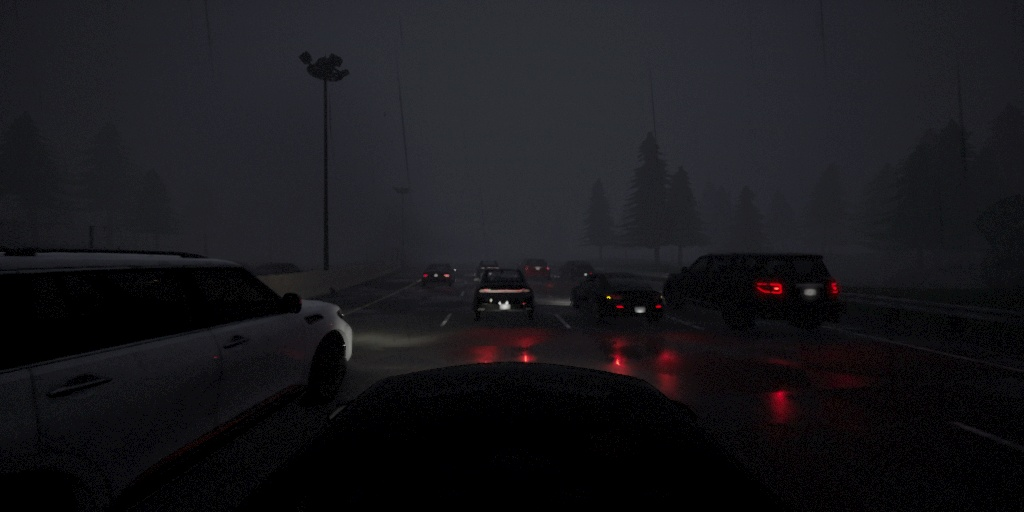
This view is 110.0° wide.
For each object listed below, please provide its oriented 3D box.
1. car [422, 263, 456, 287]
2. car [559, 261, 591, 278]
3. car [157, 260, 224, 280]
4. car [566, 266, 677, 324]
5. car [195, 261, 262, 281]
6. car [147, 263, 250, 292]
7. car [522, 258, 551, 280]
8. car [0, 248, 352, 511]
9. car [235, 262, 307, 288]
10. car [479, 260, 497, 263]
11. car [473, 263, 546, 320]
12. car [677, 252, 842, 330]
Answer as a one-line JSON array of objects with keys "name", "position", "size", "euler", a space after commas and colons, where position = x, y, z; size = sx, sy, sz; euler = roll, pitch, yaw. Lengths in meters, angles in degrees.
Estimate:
[{"name": "car", "position": [-4.759, 1.187, 23.596], "size": [2.033, 1.411, 5.357], "euler": [0, 0, -6]}, {"name": "car", "position": [5.129, 1.100, 28.858], "size": [1.837, 1.490, 4.892], "euler": [0, 0, -7]}, {"name": "car", "position": [-27.121, 1.115, 30.508], "size": [1.882, 1.535, 5.008], "euler": [0, 0, -10]}, {"name": "car", "position": [3.223, 1.217, 11.652], "size": [1.812, 1.442, 4.674], "euler": [0, 0, -3]}, {"name": "car", "position": [-23.445, 1.182, 29.974], "size": [2.033, 1.411, 5.357], "euler": [0, 0, -9]}, {"name": "car", "position": [-18.812, 1.218, 21.983], "size": [2.033, 1.411, 5.357], "euler": [0, 0, -6]}, {"name": "car", "position": [1.632, 0.954, 28.574], "size": [2.097, 1.767, 4.553], "euler": [0, 0, -7]}, {"name": "car", "position": [-3.469, 0.970, 3.052], "size": [2.150, 2.045, 5.566], "euler": [0, 0, 0]}, {"name": "car", "position": [-15.498, 1.164, 23.428], "size": [1.837, 1.490, 4.892], "euler": [0, 0, -7]}, {"name": "car", "position": [-1.936, 1.098, 28.903], "size": [2.128, 1.511, 4.902], "euler": [0, 0, -7]}, {"name": "car", "position": [-0.326, 1.184, 12.438], "size": [2.128, 1.511, 4.902], "euler": [0, 0, -3]}, {"name": "car", "position": [6.782, 0.911, 10.988], "size": [2.150, 2.045, 5.566], "euler": [0, 0, -3]}]
